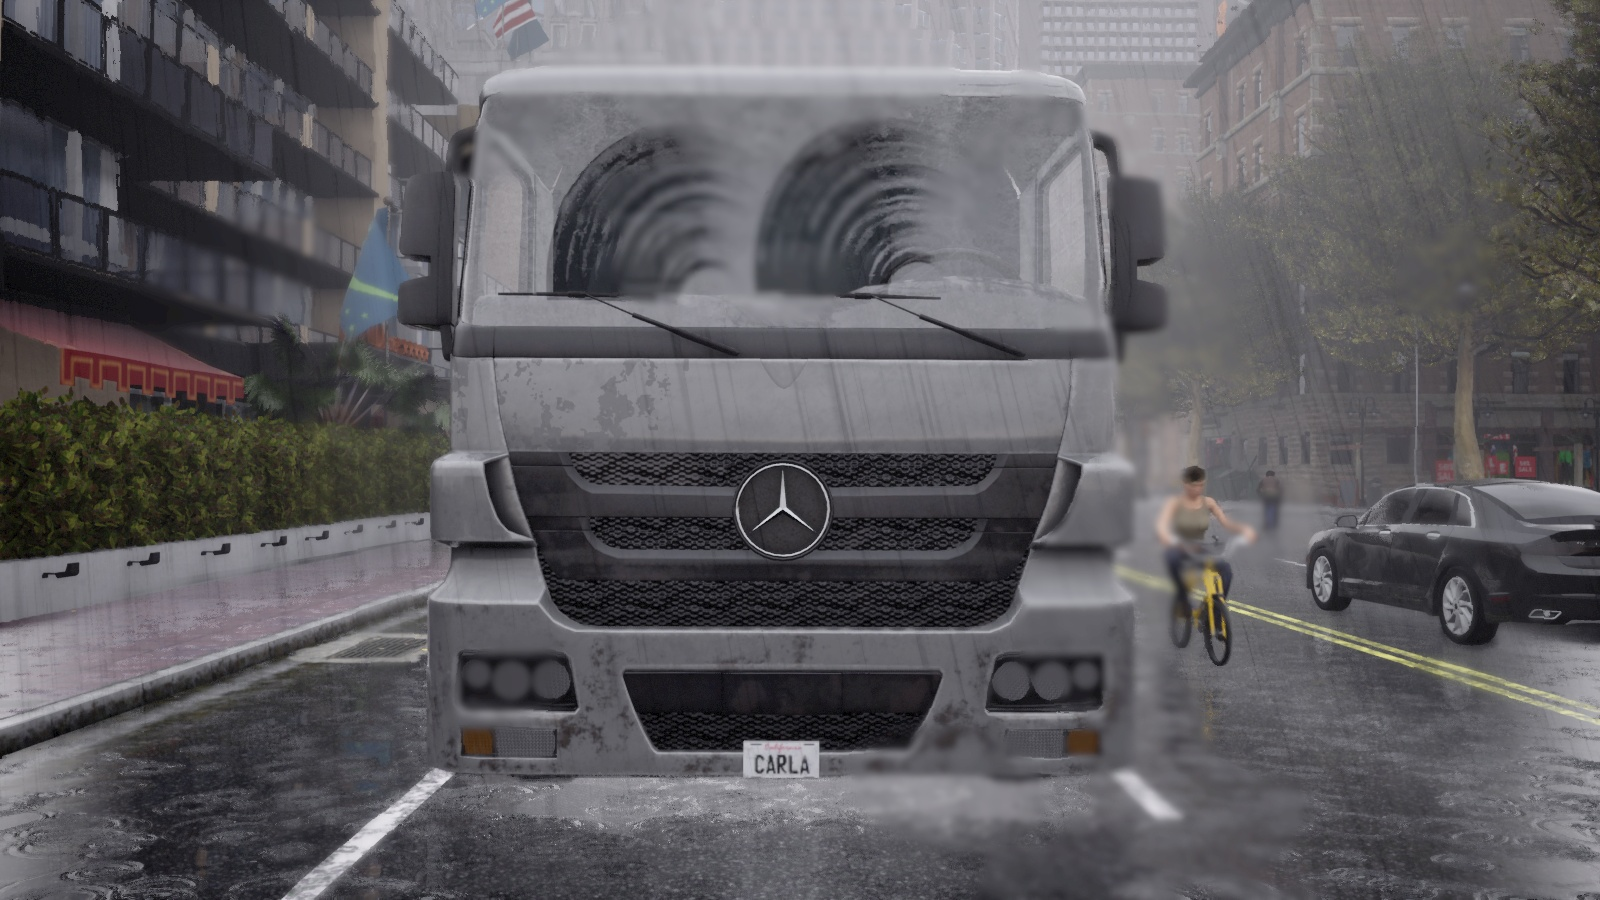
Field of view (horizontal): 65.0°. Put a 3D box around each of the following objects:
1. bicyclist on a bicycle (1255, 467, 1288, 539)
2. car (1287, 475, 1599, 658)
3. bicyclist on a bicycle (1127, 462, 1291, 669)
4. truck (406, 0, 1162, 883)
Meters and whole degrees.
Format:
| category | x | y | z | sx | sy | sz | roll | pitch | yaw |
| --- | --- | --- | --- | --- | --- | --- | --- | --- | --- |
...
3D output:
| category | x | y | z | sx | sy | sz | roll | pitch | yaw |
| --- | --- | --- | --- | --- | --- | --- | --- | --- | --- |
| bicyclist on a bicycle | 10.919 | 1.212 | 29.124 | 0.582 | 1.620 | 1.656 | 1 | -1 | 17 |
| car | 6.867 | 1.007 | 12.815 | 1.837 | 1.490 | 4.892 | 0 | -1 | -1 |
| bicyclist on a bicycle | 3.392 | 0.915 | 10.564 | 0.866 | 1.612 | 1.509 | 0 | -1 | 0 |
| truck | -0.100 | -0.020 | 8.798 | 2.891 | 3.462 | 7.936 | 0 | -1 | -1 |
